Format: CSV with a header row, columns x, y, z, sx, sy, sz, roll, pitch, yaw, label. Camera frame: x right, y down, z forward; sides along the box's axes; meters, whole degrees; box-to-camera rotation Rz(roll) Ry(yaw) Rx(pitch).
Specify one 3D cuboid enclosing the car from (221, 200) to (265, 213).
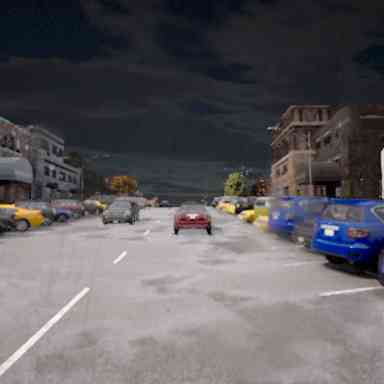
x,y,z,sx,sy,sz,roll,pitch,yaw,label
6.187,1.766,40.214,4.792,1.488,2.163,1,-1,-20,car

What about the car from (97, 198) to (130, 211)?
x,y,z,sx,sy,sz,roll,pitch,yaw,label
-11.580,1.773,48.965,4.553,1.767,2.185,0,-1,-20,car

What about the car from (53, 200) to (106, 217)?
x,y,z,sx,sy,sz,roll,pitch,yaw,label
-11.586,1.645,34.288,5.008,1.535,2.097,-1,-1,-20,car

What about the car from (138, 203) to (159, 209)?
x,y,z,sx,sy,sz,roll,pitch,yaw,label
-11.397,3.646,86.991,4.892,1.521,2.231,1,-4,-19,car

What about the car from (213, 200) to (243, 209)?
x,y,z,sx,sy,sz,roll,pitch,yaw,label
6.244,2.164,58.193,4.792,1.488,2.163,1,-2,-20,car

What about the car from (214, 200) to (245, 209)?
x,y,z,sx,sy,sz,roll,pitch,yaw,label
6.205,2.092,55.189,4.674,1.452,2.002,1,-2,-20,car

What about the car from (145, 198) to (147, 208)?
x,y,z,sx,sy,sz,roll,pitch,yaw,label
-11.583,2.344,63.626,4.674,1.452,2.002,0,-2,-20,car

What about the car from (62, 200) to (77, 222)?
x,y,z,sx,sy,sz,roll,pitch,yaw,label
-11.538,1.603,25.493,4.674,1.452,2.002,-1,-1,-20,car

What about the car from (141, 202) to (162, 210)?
x,y,z,sx,sy,sz,roll,pitch,yaw,label
-11.316,3.932,92.869,5.566,2.045,2.435,1,-6,-19,car

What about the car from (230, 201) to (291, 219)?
x,y,z,sx,sy,sz,roll,pitch,yaw,label
6.422,1.622,31.317,5.366,1.575,1.946,1,-1,-20,car

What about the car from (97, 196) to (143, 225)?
x,y,z,sx,sy,sz,roll,pitch,yaw,label
-5.206,1.434,24.841,2.097,1.767,4.553,0,0,0,car

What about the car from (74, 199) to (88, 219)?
x,y,z,sx,sy,sz,roll,pitch,yaw,label
-11.523,1.458,28.427,4.553,1.767,2.185,-1,0,-20,car

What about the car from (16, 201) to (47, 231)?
x,y,z,sx,sy,sz,roll,pitch,yaw,label
-11.485,1.535,19.619,5.008,1.535,2.097,-1,0,-20,car

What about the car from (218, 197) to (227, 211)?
x,y,z,sx,sy,sz,roll,pitch,yaw,label
6.050,1.685,37.173,5.366,1.575,1.946,1,-1,-20,car

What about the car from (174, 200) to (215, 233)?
x,y,z,sx,sy,sz,roll,pitch,yaw,label
0.017,1.412,20.255,2.097,1.767,4.553,0,0,0,car

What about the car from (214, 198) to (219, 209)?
x,y,z,sx,sy,sz,roll,pitch,yaw,label
6.033,1.838,46.145,5.366,1.575,1.946,1,-1,-20,car

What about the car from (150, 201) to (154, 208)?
x,y,z,sx,sy,sz,roll,pitch,yaw,label
-11.540,2.658,72.404,5.008,1.535,2.097,0,-3,-20,car

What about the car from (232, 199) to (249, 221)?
x,y,z,sx,sy,sz,roll,pitch,yaw,label
6.105,1.572,25.204,5.366,1.575,1.946,1,0,-20,car

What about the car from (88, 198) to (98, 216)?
x,y,z,sx,sy,sz,roll,pitch,yaw,label
-11.560,1.610,31.357,5.008,1.535,2.097,-1,0,-20,car

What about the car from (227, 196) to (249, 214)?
x,y,z,sx,sy,sz,roll,pitch,yaw,label
6.289,1.345,28.275,5.566,2.045,2.435,1,-1,-20,car

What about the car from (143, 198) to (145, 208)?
x,y,z,sx,sy,sz,roll,pitch,yaw,label
-11.593,2.251,60.688,4.674,1.452,2.002,0,-2,-20,car

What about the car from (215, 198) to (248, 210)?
x,y,z,sx,sy,sz,roll,pitch,yaw,label
6.177,1.850,52.194,4.553,1.767,2.185,1,-2,-20,car

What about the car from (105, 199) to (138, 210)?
x,y,z,sx,sy,sz,roll,pitch,yaw,label
-11.610,2.043,54.822,5.008,1.535,2.097,0,-2,-20,car

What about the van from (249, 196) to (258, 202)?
x,y,z,sx,sy,sz,roll,pitch,yaw,label
6.412,1.339,22.317,4.442,1.987,1.878,1,-1,-20,van

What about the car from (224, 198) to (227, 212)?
x,y,z,sx,sy,sz,roll,pitch,yaw,label
6.407,1.654,34.309,5.366,1.575,1.946,1,-1,-20,car

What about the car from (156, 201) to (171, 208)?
x,y,z,sx,sy,sz,roll,pitch,yaw,label
-5.170,2.397,64.593,2.033,1.411,5.357,0,-2,1,car

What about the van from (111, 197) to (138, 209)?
x,y,z,sx,sy,sz,roll,pitch,yaw,label
-11.709,1.899,57.721,4.442,1.987,1.878,0,-1,-20,van

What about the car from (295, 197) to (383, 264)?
x,y,z,sx,sy,sz,roll,pitch,yaw,label
6.379,1.277,10.276,5.566,2.045,2.435,1,0,-20,car

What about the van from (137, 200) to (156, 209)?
x,y,z,sx,sy,sz,roll,pitch,yaw,label
-11.548,3.182,84.057,4.442,1.987,1.878,1,-4,-19,van

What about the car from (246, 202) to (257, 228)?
x,y,z,sx,sy,sz,roll,pitch,yaw,label
6.150,1.548,19.211,5.366,1.575,1.946,1,0,-20,car

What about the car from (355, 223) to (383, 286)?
x,y,z,sx,sy,sz,roll,pitch,yaw,label
6.356,1.550,7.260,4.792,1.488,2.163,1,0,-20,car

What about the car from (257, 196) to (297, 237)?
x,y,z,sx,sy,sz,roll,pitch,yaw,label
6.373,1.294,16.295,5.566,2.045,2.435,1,0,-20,car

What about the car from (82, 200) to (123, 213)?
x,y,z,sx,sy,sz,roll,pitch,yaw,label
-11.599,1.779,43.087,4.892,1.521,2.231,-1,-1,-20,car

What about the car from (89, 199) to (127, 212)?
x,y,z,sx,sy,sz,roll,pitch,yaw,label
-11.602,1.838,46.024,4.892,1.521,2.231,0,-1,-20,car

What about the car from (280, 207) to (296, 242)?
x,y,z,sx,sy,sz,roll,pitch,yaw,label
6.352,1.538,13.279,4.892,1.521,2.231,1,0,-20,car

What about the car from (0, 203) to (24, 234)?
x,y,z,sx,sy,sz,roll,pitch,yaw,label
-11.458,1.527,16.682,4.892,1.521,2.231,-1,0,-20,car

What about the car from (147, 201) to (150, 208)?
x,y,z,sx,sy,sz,roll,pitch,yaw,label
-11.539,2.433,66.558,4.792,1.488,2.163,0,-2,-20,car

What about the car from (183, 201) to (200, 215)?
x,y,z,sx,sy,sz,roll,pitch,yaw,label
-0.073,1.737,38.076,1.812,1.442,4.674,0,-1,0,car

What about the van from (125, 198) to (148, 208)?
x,y,z,sx,sy,sz,roll,pitch,yaw,label
-11.664,2.296,69.447,4.442,1.987,1.878,0,-2,-20,van

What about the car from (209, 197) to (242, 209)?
x,y,z,sx,sy,sz,roll,pitch,yaw,label
6.207,1.971,61.163,5.566,2.045,2.435,1,-2,-20,car

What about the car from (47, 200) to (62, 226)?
x,y,z,sx,sy,sz,roll,pitch,yaw,label
-11.486,1.422,22.561,4.553,1.767,2.185,-1,0,-20,car

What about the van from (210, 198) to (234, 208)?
x,y,z,sx,sy,sz,roll,pitch,yaw,label
6.140,2.192,67.123,4.442,1.987,1.878,1,-3,-20,van
